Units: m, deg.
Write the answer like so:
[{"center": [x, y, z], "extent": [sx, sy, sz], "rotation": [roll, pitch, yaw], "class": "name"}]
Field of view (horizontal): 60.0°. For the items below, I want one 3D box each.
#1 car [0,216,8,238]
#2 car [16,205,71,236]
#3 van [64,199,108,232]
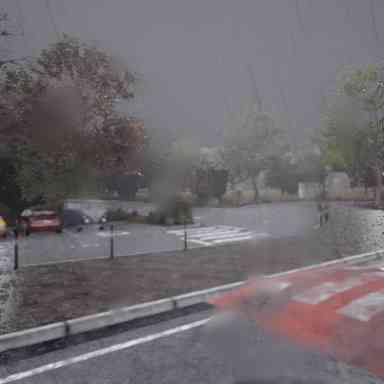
[{"center": [-11.427, 1.637, 18.357], "extent": [1.946, 1.575, 5.366], "rotation": [1, 0, -36], "class": "car"}, {"center": [-9.294, 1.694, 20.148], "extent": [2.163, 1.488, 4.792], "rotation": [1, 0, -36], "class": "car"}, {"center": [-6.951, 1.462, 21.644], "extent": [1.878, 1.987, 4.442], "rotation": [1, 0, -36], "class": "van"}]
